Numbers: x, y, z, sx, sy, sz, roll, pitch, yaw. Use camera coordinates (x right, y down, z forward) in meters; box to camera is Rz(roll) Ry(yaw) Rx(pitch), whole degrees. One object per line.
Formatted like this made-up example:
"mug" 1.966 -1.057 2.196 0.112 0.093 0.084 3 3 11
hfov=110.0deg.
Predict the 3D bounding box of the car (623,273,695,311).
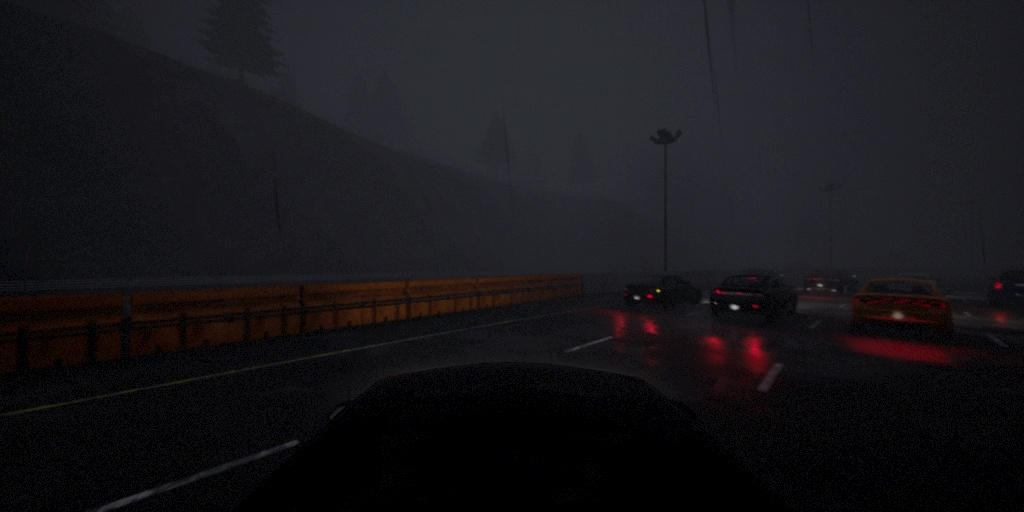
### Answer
"car" 6.612 1.475 15.688 4.674 1.442 1.812 1 -1 -42

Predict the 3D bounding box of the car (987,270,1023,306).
"car" 23.766 1.406 16.567 4.553 1.767 2.097 1 -1 -37

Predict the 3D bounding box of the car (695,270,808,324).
"car" 8.770 1.422 12.921 4.902 1.511 2.128 1 -1 -43

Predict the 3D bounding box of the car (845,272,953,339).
"car" 11.759 1.400 10.908 5.008 1.535 1.882 1 -1 -42

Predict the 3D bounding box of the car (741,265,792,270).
"car" 17.284 1.622 24.830 4.892 1.490 1.837 0 0 -37

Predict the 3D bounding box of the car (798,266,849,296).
"car" 20.074 1.581 22.538 5.008 1.535 1.882 0 -1 -37
